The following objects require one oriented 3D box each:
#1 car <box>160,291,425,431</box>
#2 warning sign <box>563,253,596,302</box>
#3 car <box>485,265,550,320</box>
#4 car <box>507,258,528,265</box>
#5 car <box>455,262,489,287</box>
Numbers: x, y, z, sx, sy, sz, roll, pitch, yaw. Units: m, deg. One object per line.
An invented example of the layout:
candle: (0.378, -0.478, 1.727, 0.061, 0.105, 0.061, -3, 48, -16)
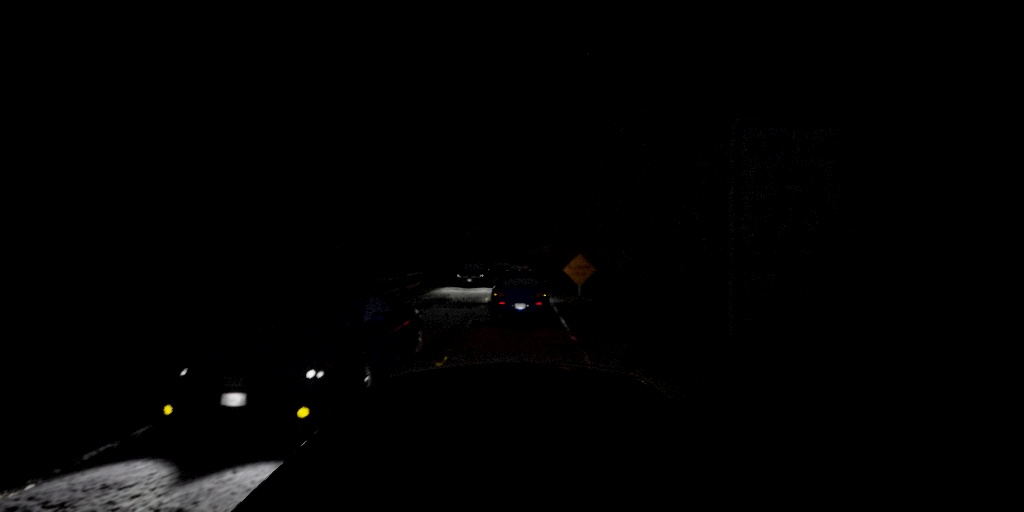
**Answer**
car: (-2.798, 1.271, 5.660, 1.994, 1.385, 4.181, 0, 0, 1)
warning sign: (2.661, 0.820, 14.151, 1.300, 1.860, 1.060, 0, 0, 1)
car: (0.277, 1.222, 12.329, 1.812, 1.442, 4.674, 0, 0, 1)
car: (0.738, 1.148, 37.336, 1.895, 1.301, 4.718, 0, 0, 1)
car: (-2.447, 1.137, 23.355, 1.812, 1.442, 4.674, 0, 0, 1)
